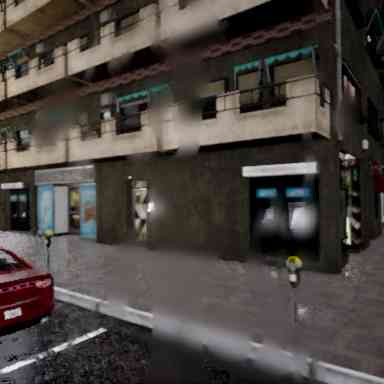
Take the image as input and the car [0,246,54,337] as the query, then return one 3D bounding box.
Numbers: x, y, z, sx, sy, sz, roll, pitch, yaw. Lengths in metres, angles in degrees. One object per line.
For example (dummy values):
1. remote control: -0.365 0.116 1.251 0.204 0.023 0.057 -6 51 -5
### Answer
1. car: -4.314 1.577 5.964 4.507 1.381 1.887 0 -1 36
